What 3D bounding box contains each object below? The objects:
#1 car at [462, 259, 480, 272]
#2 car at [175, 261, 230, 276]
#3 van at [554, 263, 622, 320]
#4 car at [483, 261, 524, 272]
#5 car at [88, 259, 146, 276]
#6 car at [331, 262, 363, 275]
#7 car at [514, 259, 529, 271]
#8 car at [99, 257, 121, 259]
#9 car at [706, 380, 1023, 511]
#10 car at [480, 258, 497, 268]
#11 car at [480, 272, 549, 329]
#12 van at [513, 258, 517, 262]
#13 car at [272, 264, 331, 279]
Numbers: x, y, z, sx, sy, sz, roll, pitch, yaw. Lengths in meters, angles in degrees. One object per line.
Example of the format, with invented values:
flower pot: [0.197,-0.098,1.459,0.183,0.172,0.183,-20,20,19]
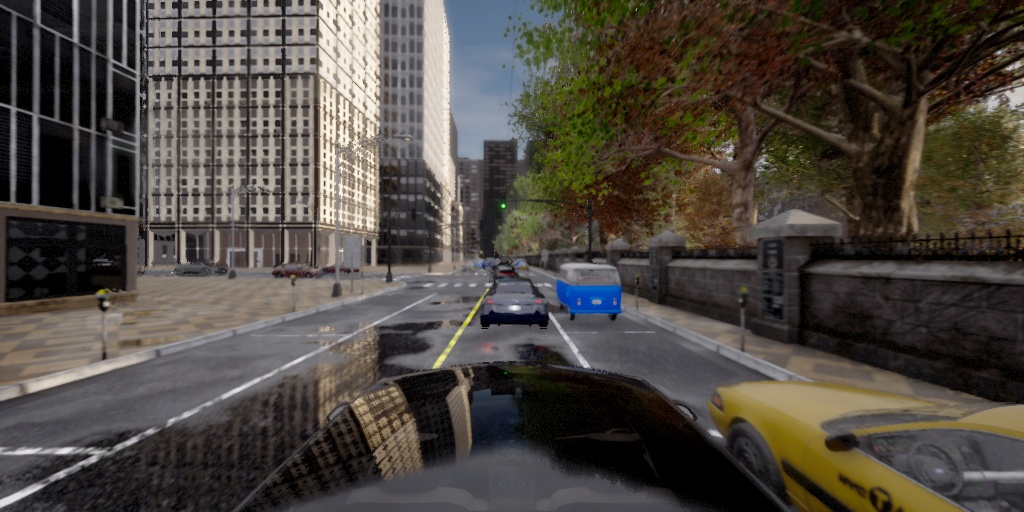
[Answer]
car: [-5.963,1.560,50.178,2.007,1.370,4.403,0,0,-1]
car: [-29.197,1.185,33.905,4.181,1.385,1.994,1,0,3]
van: [2.528,1.151,12.575,1.690,1.789,3.998,0,0,0]
car: [-0.758,1.390,26.857,1.837,1.490,4.892,1,0,-11]
car: [-34.862,1.133,31.587,4.207,1.307,1.802,0,0,3]
car: [-18.330,1.337,38.880,4.207,1.307,1.802,0,0,3]
car: [1.751,1.563,56.289,1.751,1.417,4.829,0,0,-2]
car: [-45.790,0.896,40.099,4.097,1.591,1.967,0,0,1]
car: [2.712,1.273,1.497,1.751,1.417,4.829,0,0,0]
car: [-3.750,1.282,60.909,2.150,2.045,5.566,0,0,-1]
car: [0.060,1.368,11.544,1.994,1.385,4.181,0,0,0]
van: [1.587,1.406,61.661,1.690,1.789,3.998,0,0,-2]
car: [-18.333,1.314,30.767,4.207,1.307,1.802,0,0,3]
